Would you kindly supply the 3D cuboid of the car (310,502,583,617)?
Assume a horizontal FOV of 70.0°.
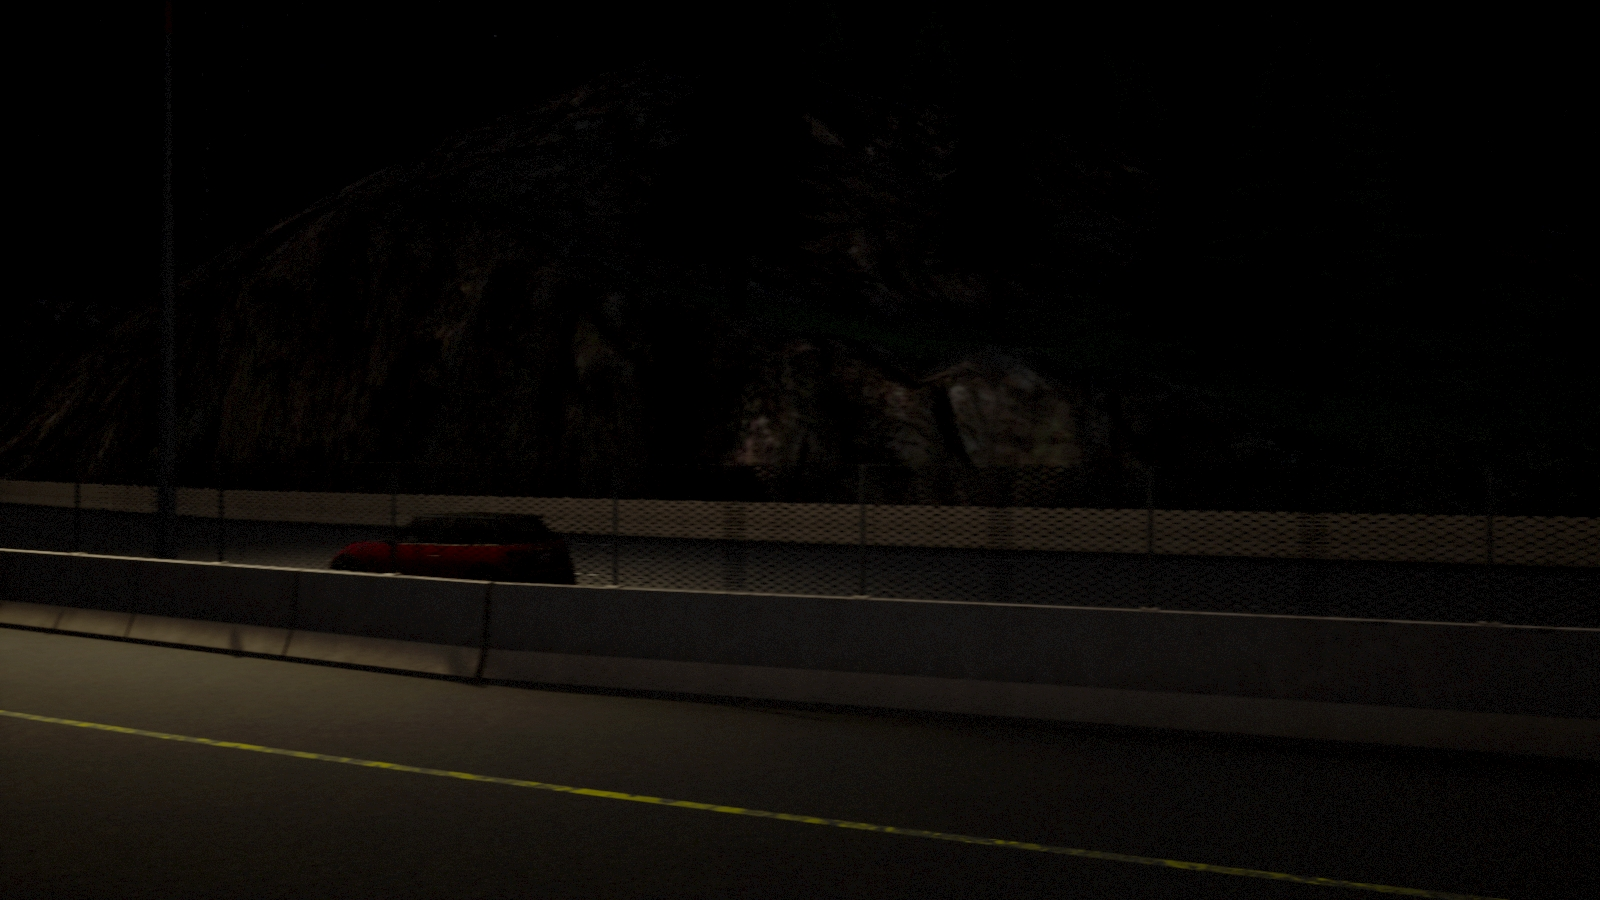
[{"bbox_3d":[-6.506,1.916,21.052,4.553,1.767,2.097,0,0,24],"label":"car"}]
